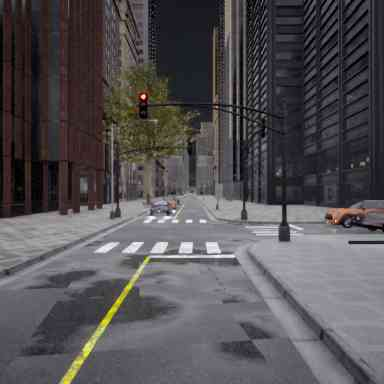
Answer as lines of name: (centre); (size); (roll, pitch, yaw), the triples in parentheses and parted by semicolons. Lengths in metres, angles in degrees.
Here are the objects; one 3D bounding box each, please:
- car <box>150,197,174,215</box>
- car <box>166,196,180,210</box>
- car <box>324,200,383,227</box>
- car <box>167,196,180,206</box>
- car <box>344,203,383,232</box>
car: (-3.074, 1.529, 33.471); (1.812, 1.442, 4.674); (0, 0, 0)
car: (-3.066, 1.362, 43.157); (2.097, 1.767, 4.553); (0, 0, 0)
car: (10.860, 1.309, 21.148); (4.553, 1.767, 2.097); (0, 0, 0)
car: (-3.042, 1.532, 55.816); (1.837, 1.490, 4.892); (0, 1, 0)
car: (11.538, 1.489, 18.048); (5.357, 1.411, 2.033); (0, 0, 0)
